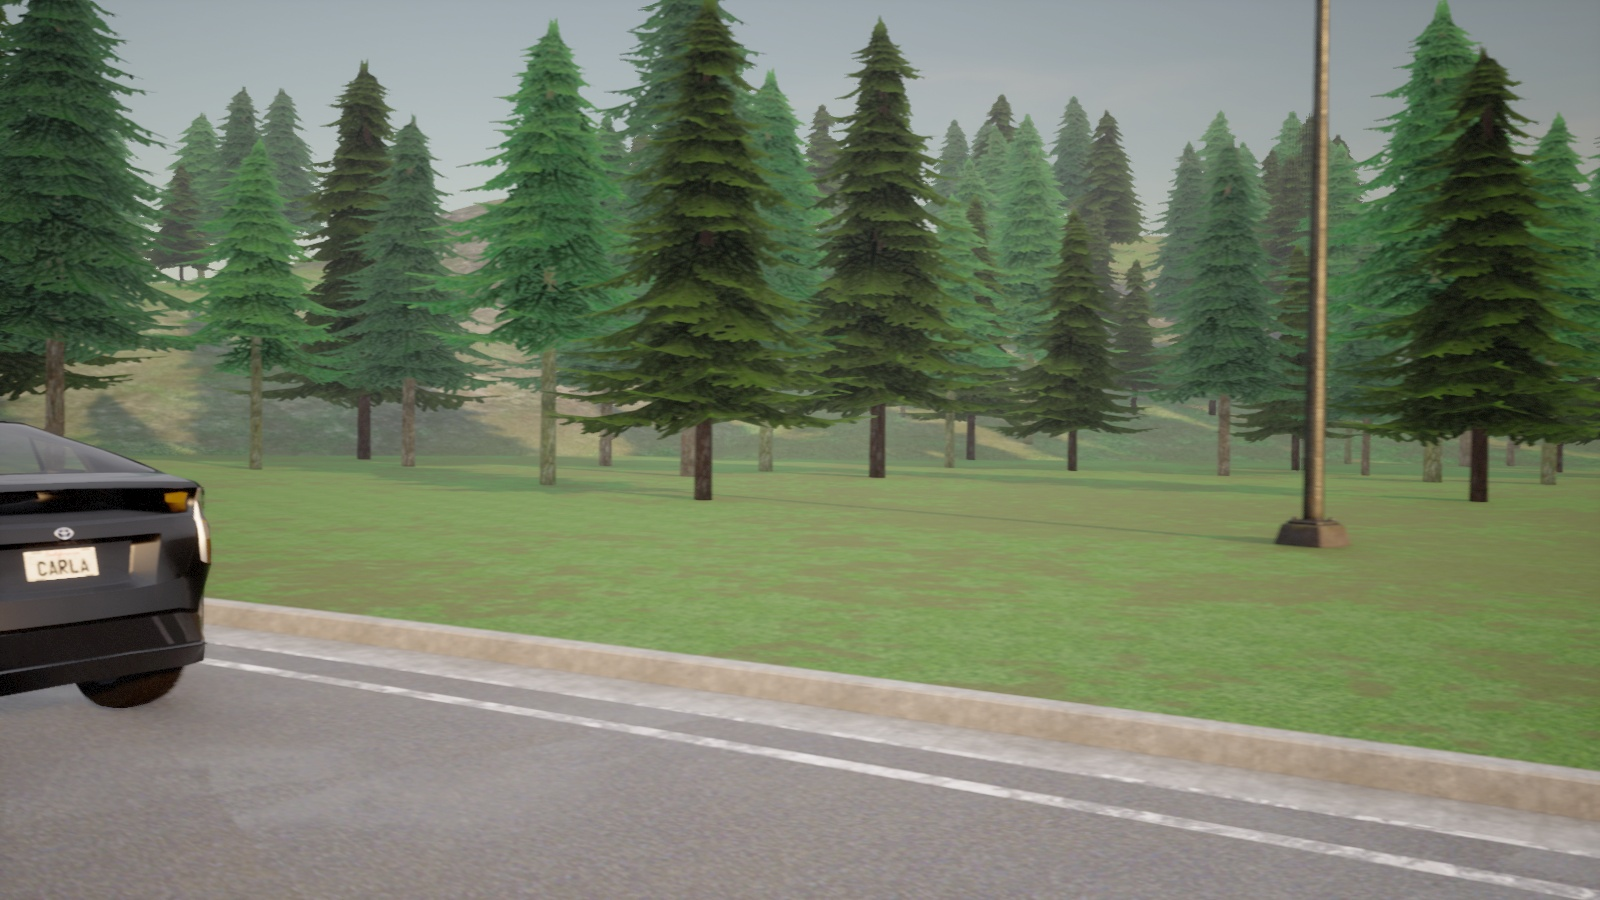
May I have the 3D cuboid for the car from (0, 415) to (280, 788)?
[{"bbox_3d":[-5.072,0.607,6.518,4.514,1.525,2.007,0,1,29],"label":"car"}]
